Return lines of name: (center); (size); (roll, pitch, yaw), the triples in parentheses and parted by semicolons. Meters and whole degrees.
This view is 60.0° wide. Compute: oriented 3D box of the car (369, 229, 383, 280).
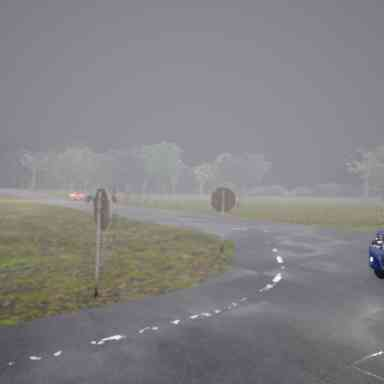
car: (6.985, 1.247, 8.844); (5.566, 2.045, 2.150); (1, 0, -35)

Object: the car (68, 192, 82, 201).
car: (-19.887, 0.703, 57.795); (2.097, 1.767, 4.553); (2, 0, -35)

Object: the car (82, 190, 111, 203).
car: (-13.888, 0.773, 49.350); (2.150, 2.045, 5.566); (2, 0, -35)
